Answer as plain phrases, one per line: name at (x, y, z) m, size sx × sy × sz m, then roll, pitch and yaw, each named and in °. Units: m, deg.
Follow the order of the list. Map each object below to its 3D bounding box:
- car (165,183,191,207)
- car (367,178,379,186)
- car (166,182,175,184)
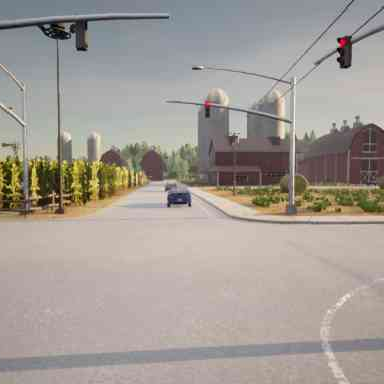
car at (-1.118, 0.339, 27.632) m, size 1.882 × 1.535 × 5.008 m, roll 0°, pitch 3°, yaw -5°
car at (42.351, -2.351, 77.562) m, size 1.905 × 1.878 × 3.866 m, roll 10°, pitch 10°, yaw 41°
car at (-3.353, -0.826, 52.862) m, size 2.128 × 1.511 × 4.902 m, roll 0°, pitch 3°, yaw -5°
